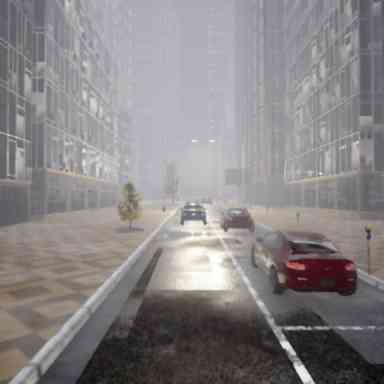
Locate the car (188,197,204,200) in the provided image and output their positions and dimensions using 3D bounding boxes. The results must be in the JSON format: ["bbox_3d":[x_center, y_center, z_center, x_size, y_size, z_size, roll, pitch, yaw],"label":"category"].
[{"bbox_3d":[0.111,1.562,42.612,1.994,1.385,4.181,0,0,0],"label":"car"}]

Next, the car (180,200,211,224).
[{"bbox_3d":[0.105,1.540,24.798,2.033,1.411,5.357,0,0,0],"label":"car"}]

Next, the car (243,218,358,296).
[{"bbox_3d":[2.579,1.578,8.387,1.802,1.307,4.206,1,0,0],"label":"car"}]

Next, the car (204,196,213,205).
[{"bbox_3d":[2.593,1.447,58.494,1.967,1.590,4.097,1,0,0],"label":"car"}]

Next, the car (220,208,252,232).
[{"bbox_3d":[2.582,1.575,19.520,1.802,1.307,4.206,1,0,0],"label":"car"}]

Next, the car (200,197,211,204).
[{"bbox_3d":[2.592,1.594,64.061,1.802,1.307,4.206,1,0,0],"label":"car"}]
